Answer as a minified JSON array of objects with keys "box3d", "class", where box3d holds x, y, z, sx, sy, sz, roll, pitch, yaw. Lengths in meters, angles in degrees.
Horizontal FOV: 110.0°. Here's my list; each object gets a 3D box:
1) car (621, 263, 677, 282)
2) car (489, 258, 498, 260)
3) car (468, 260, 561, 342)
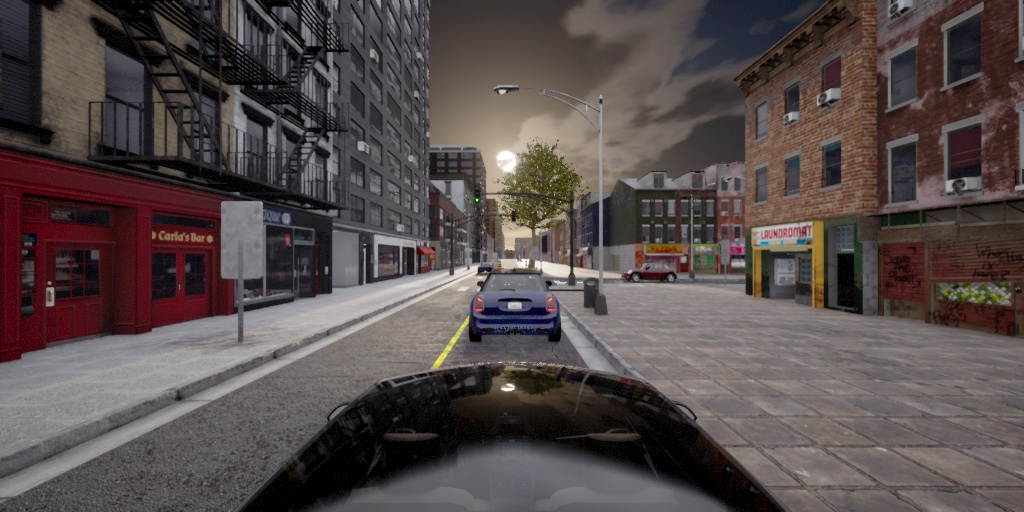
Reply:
[{"box3d":[10.910,1.268,28.849,4.097,1.591,1.967,0,0,0],"class":"car"},{"box3d":[-2.853,1.121,51.052,2.097,1.767,4.553,0,0,0],"class":"car"},{"box3d":[0.071,1.103,9.933,2.097,1.767,4.553,0,0,0],"class":"car"}]
